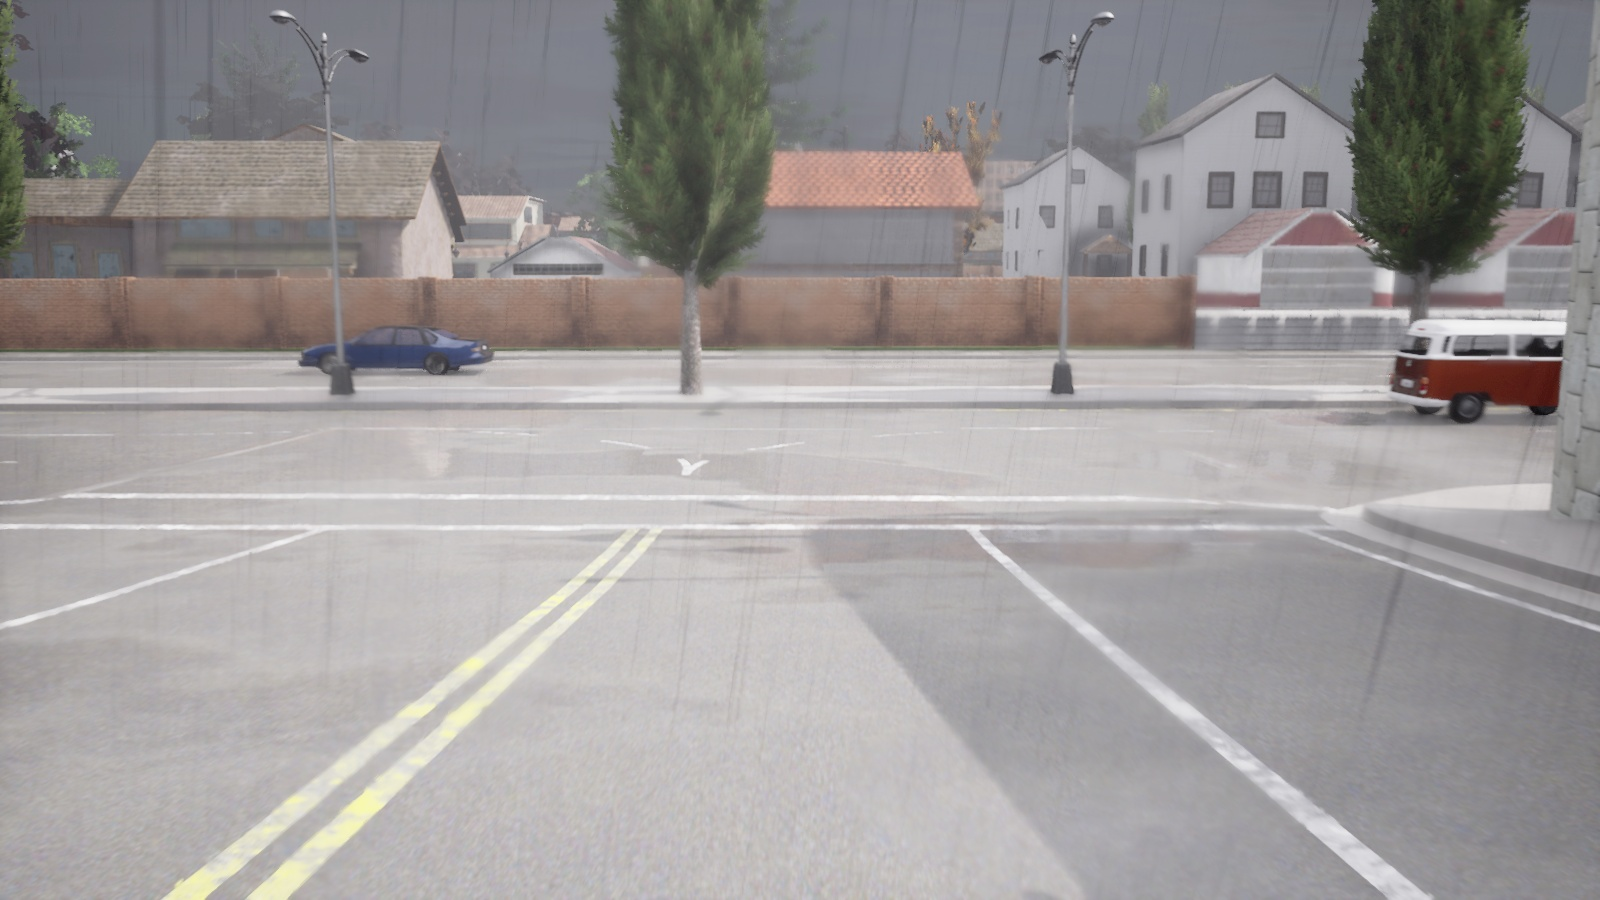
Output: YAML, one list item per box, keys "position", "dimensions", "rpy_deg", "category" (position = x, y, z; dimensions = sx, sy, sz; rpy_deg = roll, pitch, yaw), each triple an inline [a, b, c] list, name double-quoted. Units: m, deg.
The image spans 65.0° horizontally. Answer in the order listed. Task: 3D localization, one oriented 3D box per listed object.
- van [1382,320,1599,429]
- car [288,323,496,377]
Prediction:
- position: [14.668, -1.583, 25.639]
  dimensions: [4.480, 2.038, 2.069]
  rpy_deg: [0, 9, -1]
  category: "van"
- position: [-11.826, -2.938, 36.675]
  dimensions: [5.357, 1.411, 2.033]
  rpy_deg: [0, 9, -1]
  category: "car"
